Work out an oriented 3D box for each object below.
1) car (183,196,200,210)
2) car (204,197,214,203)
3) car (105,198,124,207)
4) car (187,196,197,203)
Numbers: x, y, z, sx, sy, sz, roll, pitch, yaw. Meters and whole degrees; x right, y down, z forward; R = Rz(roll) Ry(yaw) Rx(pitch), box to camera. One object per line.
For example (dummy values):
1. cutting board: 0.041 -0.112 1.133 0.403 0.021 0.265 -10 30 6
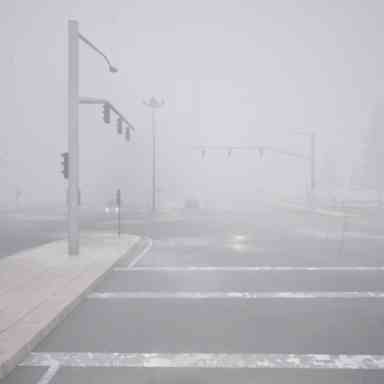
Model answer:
1. car: -0.037 1.516 43.480 1.812 1.442 4.674 0 0 0
2. car: 3.441 1.585 68.949 1.895 1.301 4.718 0 0 0
3. car: -11.618 1.589 50.137 1.895 1.301 4.718 0 0 0
4. car: -0.059 1.548 68.915 1.994 1.385 4.181 0 0 0
